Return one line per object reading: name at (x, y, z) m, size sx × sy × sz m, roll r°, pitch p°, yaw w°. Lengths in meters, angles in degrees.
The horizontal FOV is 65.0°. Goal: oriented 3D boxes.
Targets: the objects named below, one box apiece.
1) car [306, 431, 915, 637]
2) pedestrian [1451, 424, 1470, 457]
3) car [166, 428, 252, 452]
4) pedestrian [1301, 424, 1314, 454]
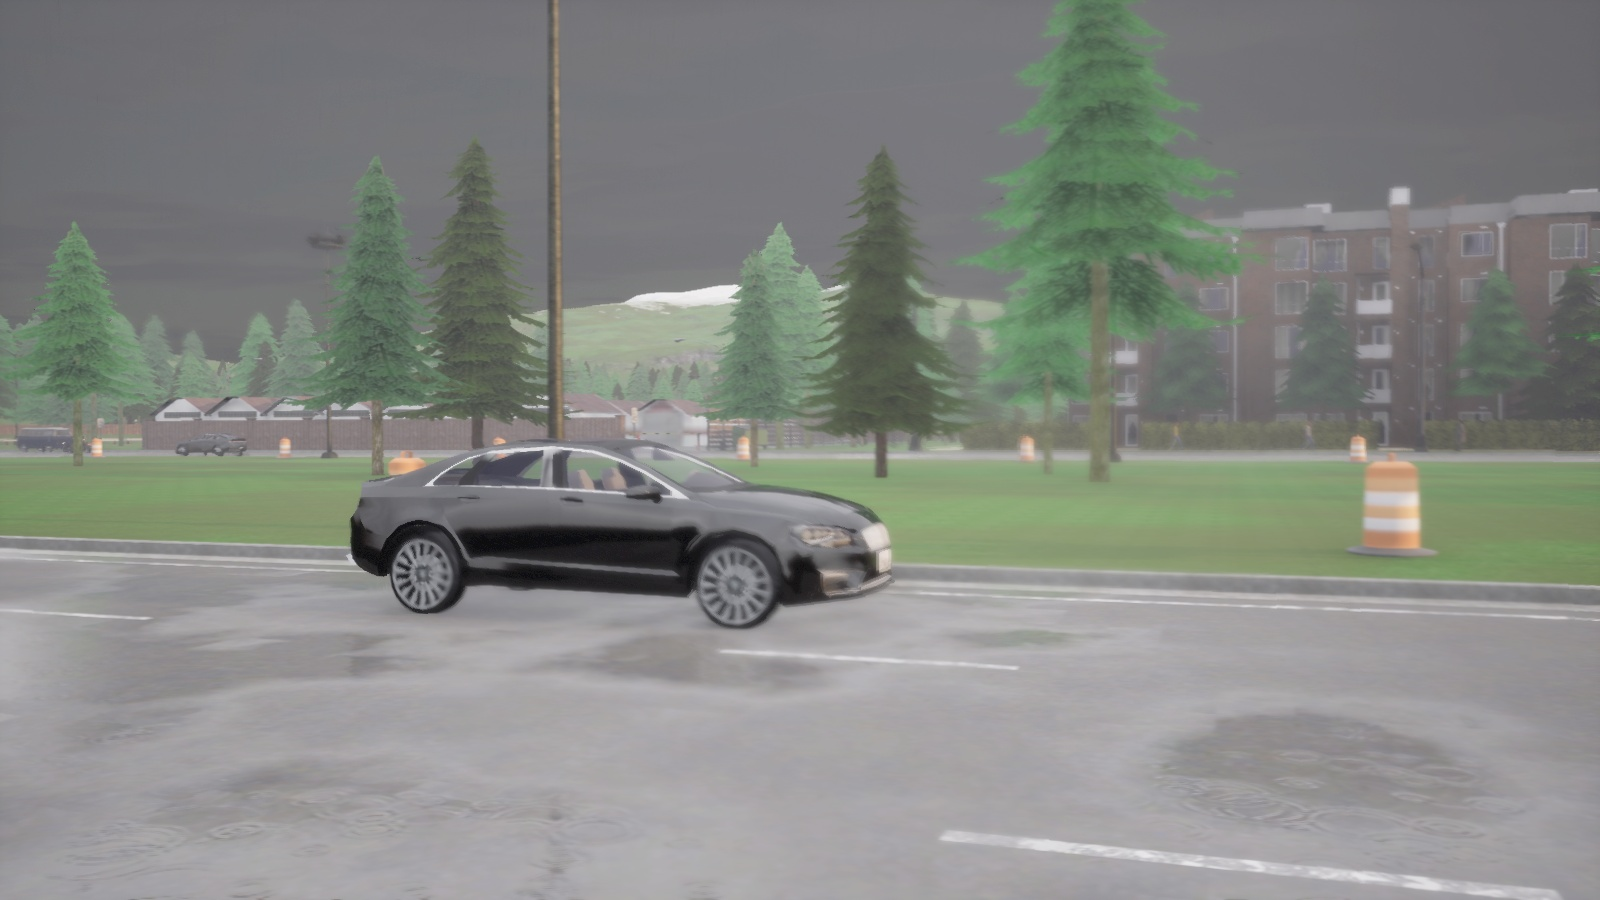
car at (-1.626, 0.598, 11.124) m, size 4.902 × 1.511 × 2.128 m, roll 1°, pitch 1°, yaw 19°
pedestrian at (39.157, -0.589, 74.430) m, size 0.873 × 1.952 × 0.659 m, roll 1°, pitch 1°, yaw 21°
car at (-38.146, -0.661, 81.100) m, size 4.902 × 1.511 × 2.128 m, roll 1°, pitch 1°, yaw 19°
pedestrian at (31.053, -0.658, 76.805) m, size 0.706 × 1.836 × 0.354 m, roll 1°, pitch 1°, yaw 19°
